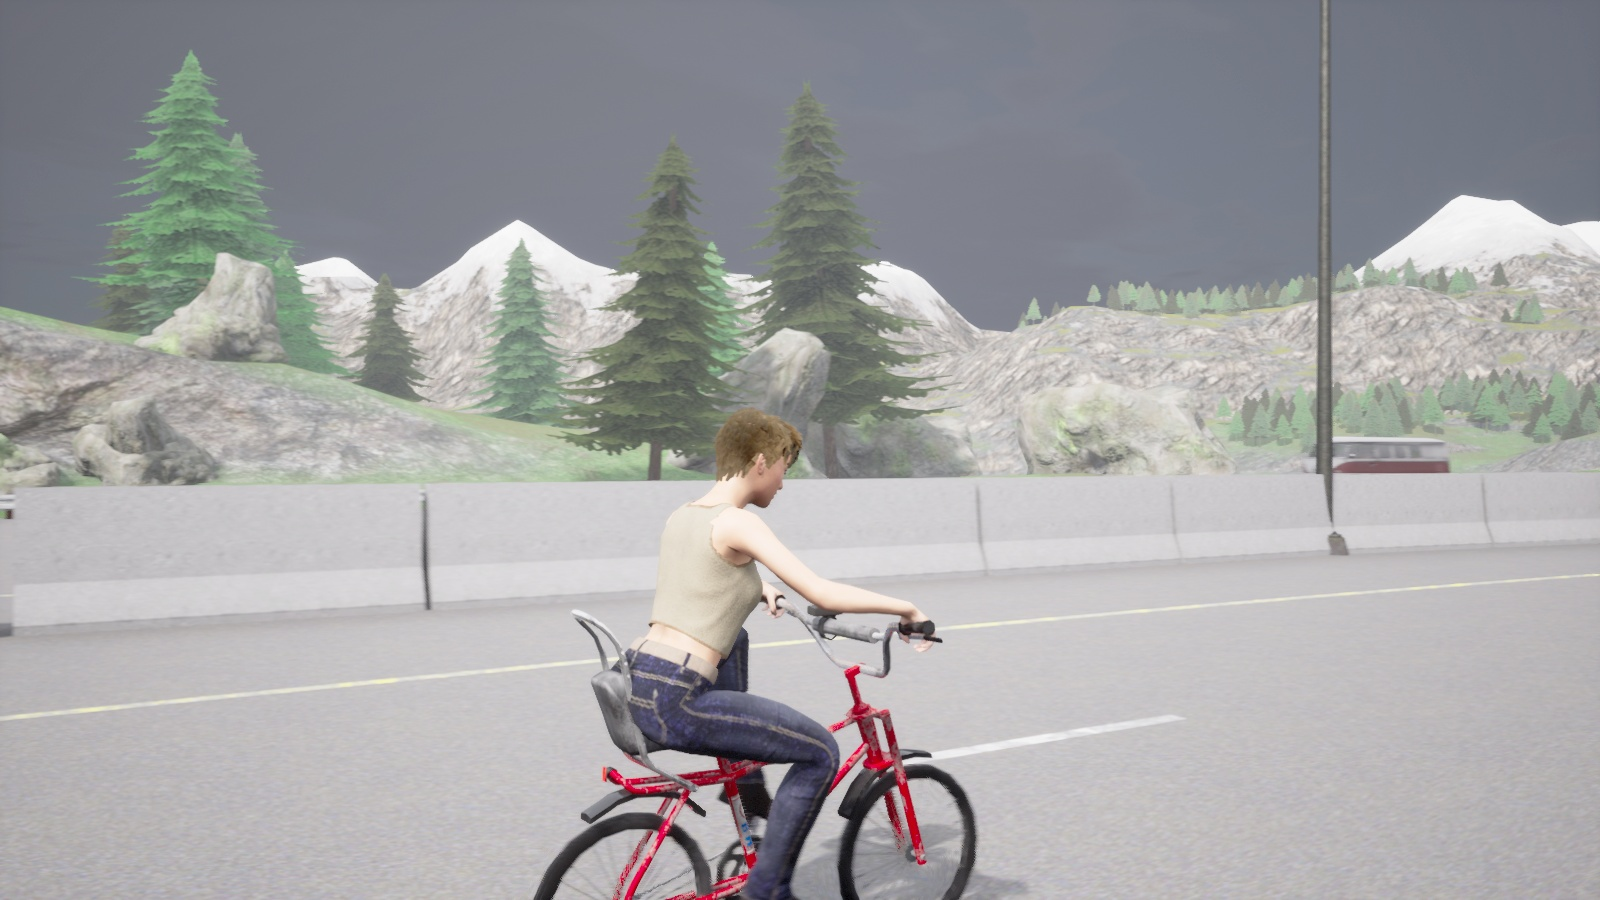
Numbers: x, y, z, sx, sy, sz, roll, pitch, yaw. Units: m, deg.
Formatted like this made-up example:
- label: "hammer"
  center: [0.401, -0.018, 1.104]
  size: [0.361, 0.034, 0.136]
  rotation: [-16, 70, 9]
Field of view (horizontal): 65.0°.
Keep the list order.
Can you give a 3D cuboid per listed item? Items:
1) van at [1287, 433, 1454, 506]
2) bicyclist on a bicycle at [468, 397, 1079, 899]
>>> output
- label: "van"
  center: [16.291, 0.544, 35.850]
  size: [4.442, 1.987, 1.775]
  rotation: [0, 0, -22]
- label: "bicyclist on a bicycle"
  center: [-0.061, 0.689, 3.577]
  size: [1.509, 1.612, 0.866]
  rotation: [0, 0, -34]
